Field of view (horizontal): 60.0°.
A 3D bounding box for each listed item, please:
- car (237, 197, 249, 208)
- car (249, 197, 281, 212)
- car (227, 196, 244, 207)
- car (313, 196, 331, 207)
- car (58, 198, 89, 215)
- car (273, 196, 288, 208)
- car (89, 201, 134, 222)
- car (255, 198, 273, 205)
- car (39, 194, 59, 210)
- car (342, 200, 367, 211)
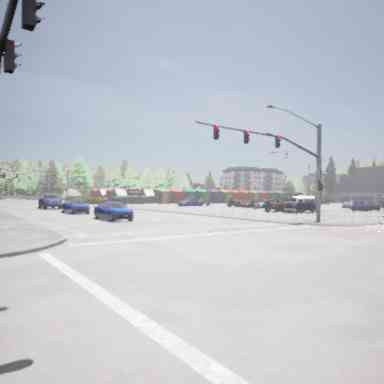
[{"bbox_3d":[9.756,1.882,54.324,3.905,1.438,1.784,1,-1,-35],"label":"car"},{"bbox_3d":[11.426,1.914,51.960,3.806,1.475,1.970,1,-1,-35],"label":"car"},{"bbox_3d":[8.167,1.671,56.487,4.605,1.855,1.932,1,-1,-35],"label":"car"},{"bbox_3d":[31.547,2.104,79.849,3.866,1.878,1.905,1,-1,-35],"label":"car"},{"bbox_3d":[-12.518,1.559,35.778,1.882,1.535,5.008,1,-1,-36],"label":"car"},{"bbox_3d":[17.257,1.870,69.716,4.605,1.855,1.932,1,-1,-35],"label":"car"},{"bbox_3d":[-6.457,1.560,27.330,1.882,1.535,5.008,1,-1,-36],"label":"car"},{"bbox_3d":[15.634,2.081,72.116,3.905,1.438,1.784,1,-1,-35],"label":"car"},{"bbox_3d":[-19.326,1.300,45.304,2.150,2.045,5.566,1,0,-35],"label":"car"},{"bbox_3d":[27.086,2.113,55.971,3.806,1.475,1.970,1,-1,-35],"label":"car"}]
